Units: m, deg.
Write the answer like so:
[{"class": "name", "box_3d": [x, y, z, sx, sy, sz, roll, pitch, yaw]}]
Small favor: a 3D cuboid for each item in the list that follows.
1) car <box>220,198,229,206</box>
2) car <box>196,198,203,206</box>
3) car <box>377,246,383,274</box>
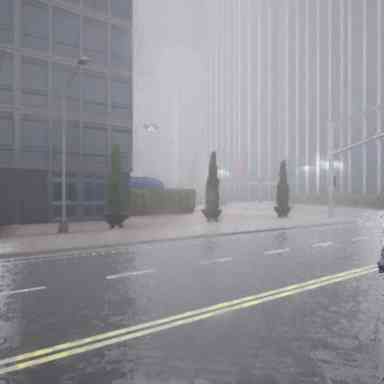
[{"class": "car", "box_3d": [4.109, 1.522, 56.385, 1.837, 1.490, 4.892, 0, 0, -36]}, {"class": "car", "box_3d": [-0.107, 1.542, 56.254, 1.812, 1.442, 4.674, 0, 0, -36]}, {"class": "car", "box_3d": [7.034, 1.554, 8.862, 5.357, 1.411, 2.033, 0, 0, -35]}]
